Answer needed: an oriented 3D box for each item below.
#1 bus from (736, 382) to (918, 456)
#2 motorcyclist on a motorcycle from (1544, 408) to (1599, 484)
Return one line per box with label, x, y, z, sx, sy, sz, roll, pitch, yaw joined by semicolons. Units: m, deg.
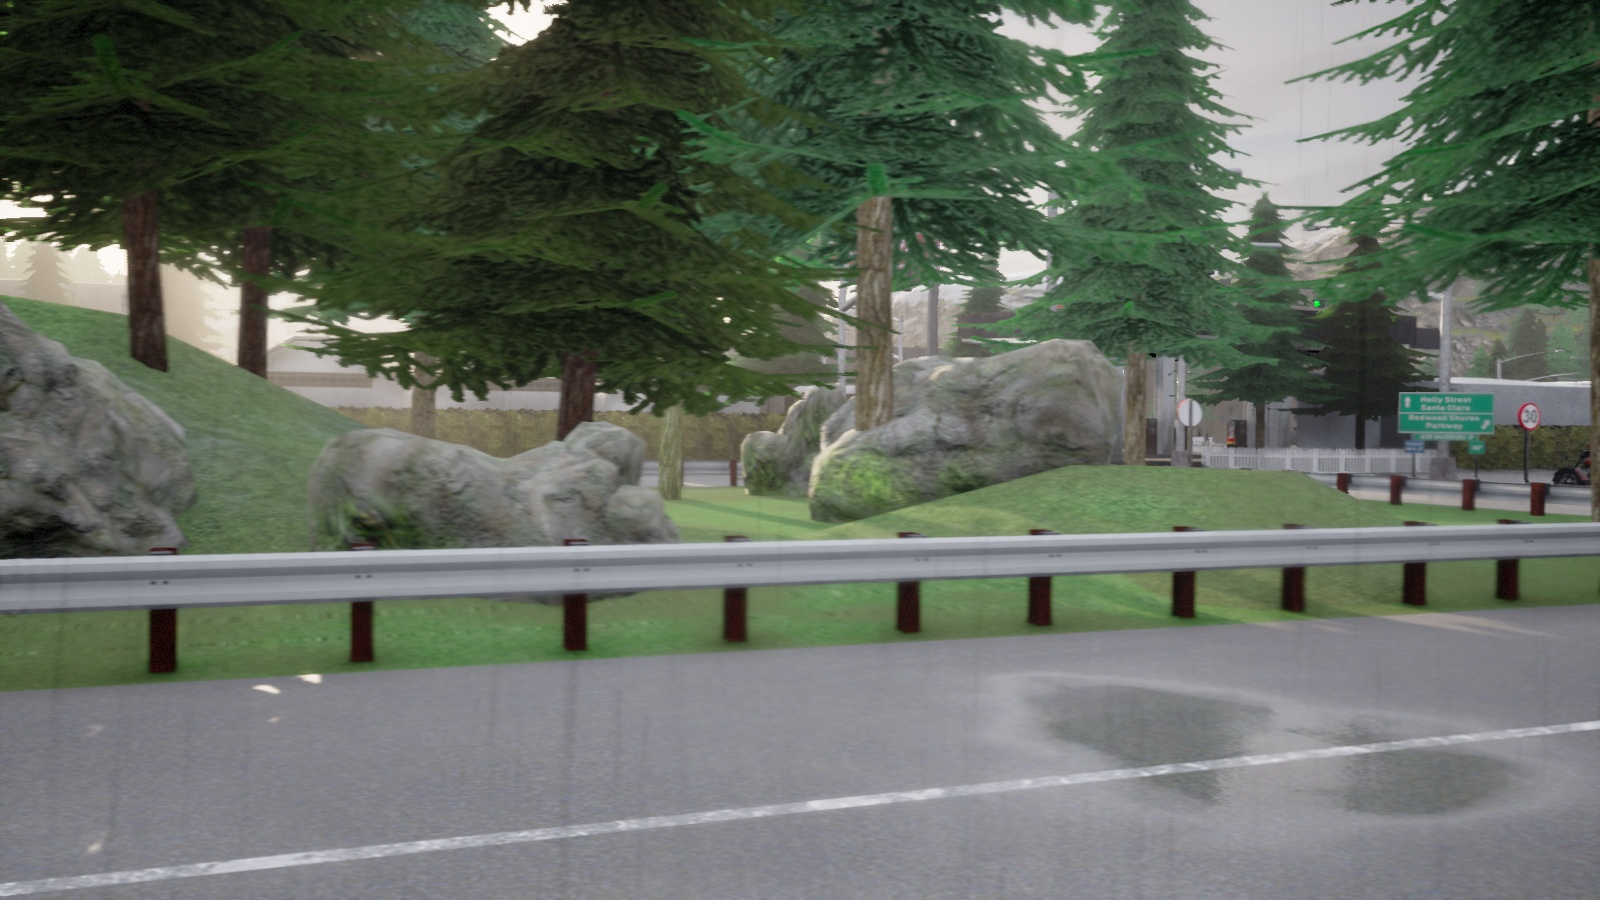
bus;1.608;-1.882;76.022;10.273;4.253;3.944;-1;2;-21
motorcyclist on a motorcycle;17.620;-0.085;27.467;0.766;1.649;2.350;-1;1;-21
